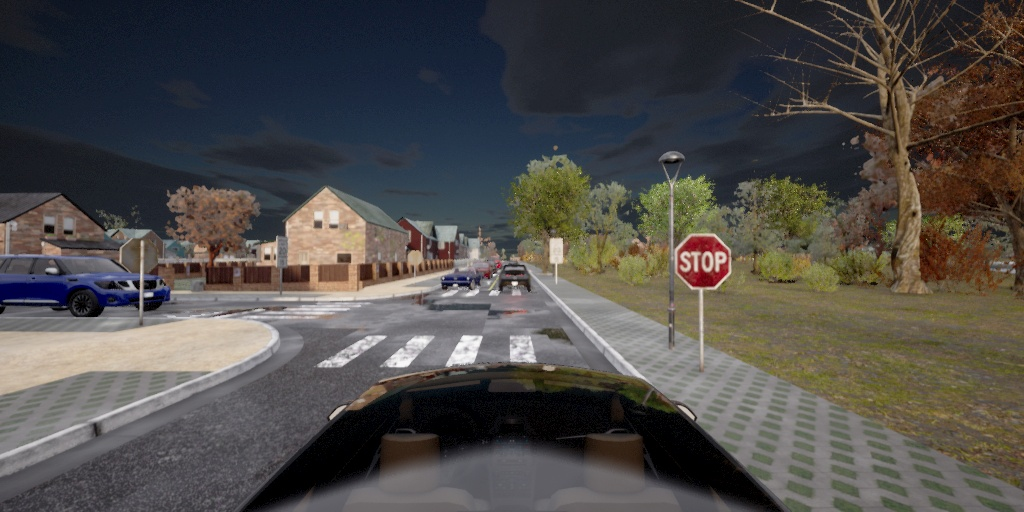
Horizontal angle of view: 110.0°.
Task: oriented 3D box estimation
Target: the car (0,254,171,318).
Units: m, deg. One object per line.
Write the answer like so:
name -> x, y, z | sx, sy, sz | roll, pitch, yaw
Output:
car -> -15.075, 0.971, 12.260 | 5.566, 2.045, 2.150 | 0, -1, 2

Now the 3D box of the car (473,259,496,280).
car -> -2.747, 1.251, 31.933 | 1.882, 1.535, 5.008 | 0, 0, 0

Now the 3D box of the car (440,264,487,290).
car -> -3.042, 1.362, 22.595 | 1.895, 1.301, 4.718 | 0, 0, 5

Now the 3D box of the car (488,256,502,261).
car -> -2.649, 1.041, 52.726 | 2.150, 2.045, 5.566 | 0, 0, 1

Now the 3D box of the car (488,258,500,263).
car -> -2.711, 1.298, 42.052 | 1.837, 1.490, 4.892 | 0, 0, 0

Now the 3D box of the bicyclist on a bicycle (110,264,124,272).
bicyclist on a bicycle -> -20.180, 1.210, 18.294 | 0.582, 1.620, 1.656 | 0, -1, 2

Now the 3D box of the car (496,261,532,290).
car -> 0.161, 1.265, 22.330 | 1.837, 1.490, 4.892 | 0, 0, 0
